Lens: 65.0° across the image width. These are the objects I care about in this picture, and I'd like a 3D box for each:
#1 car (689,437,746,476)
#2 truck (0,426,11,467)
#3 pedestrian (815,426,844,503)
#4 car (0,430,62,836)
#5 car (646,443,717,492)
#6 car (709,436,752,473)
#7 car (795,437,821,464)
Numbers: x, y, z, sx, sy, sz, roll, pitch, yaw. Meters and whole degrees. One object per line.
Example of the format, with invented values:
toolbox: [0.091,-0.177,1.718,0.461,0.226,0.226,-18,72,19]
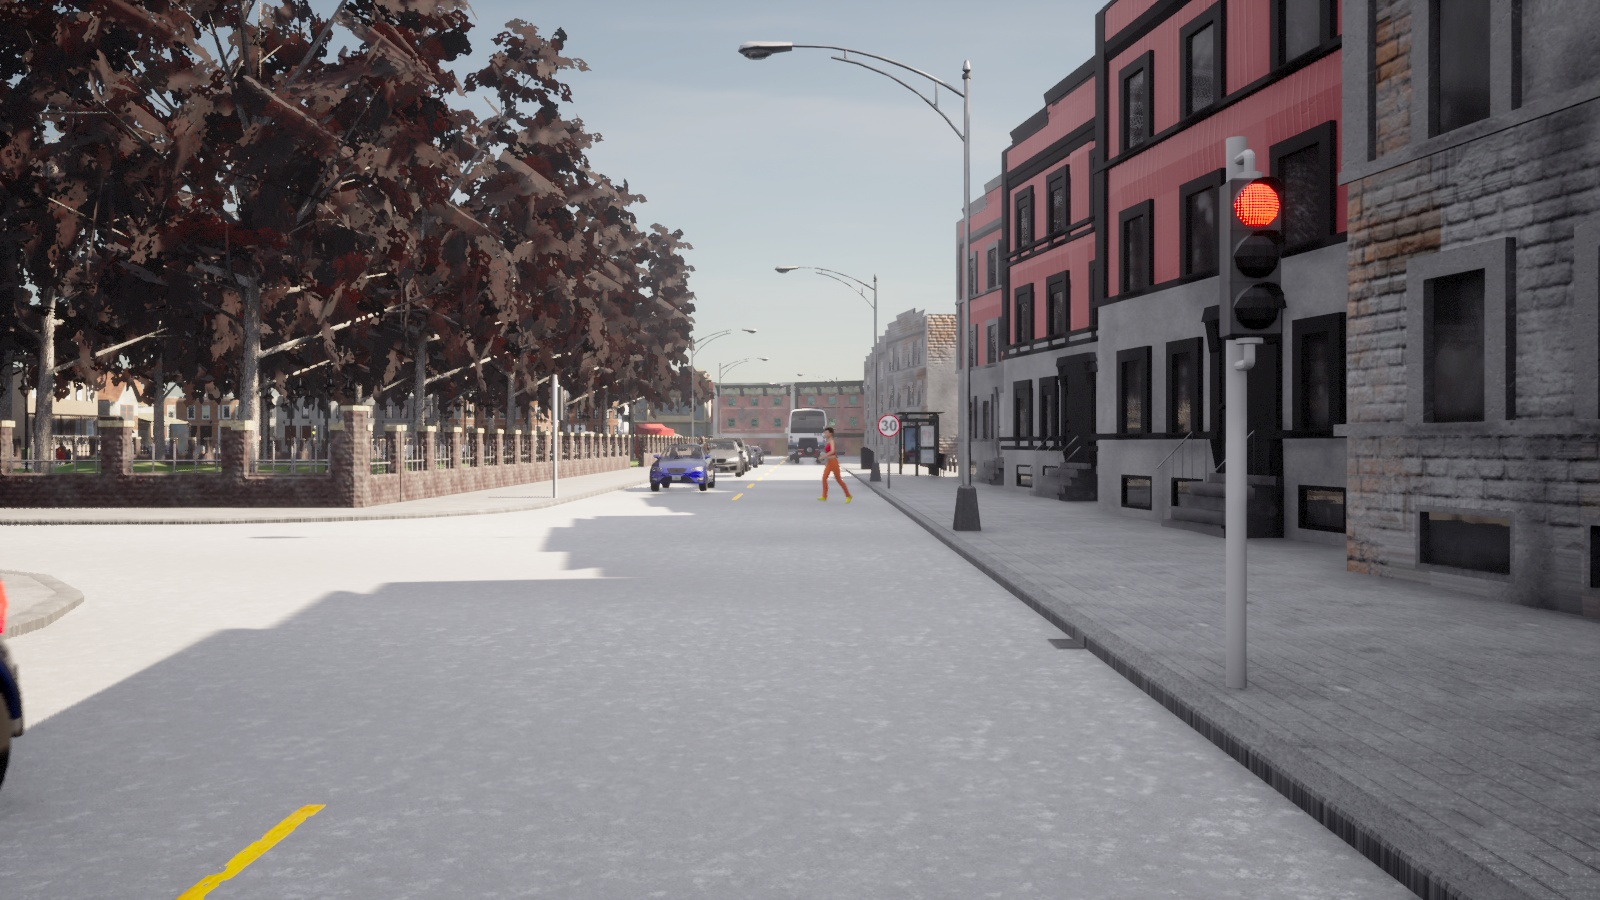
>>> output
car: [-3.627,0.270,56.252,2.242,1.667,4.611,0,0,0]
truck: [-50.156,-0.204,75.019,2.627,2.467,5.204,0,0,1]
pedestrian: [0.711,0.336,30.286,0.594,1.836,0.345,0,0,-23]
car: [-3.953,0.703,3.332,1.789,1.549,3.705,0,0,0]
car: [-3.717,0.530,40.145,1.816,1.474,4.193,0,0,1]
car: [-3.565,0.191,65.413,1.932,1.855,4.605,0,0,1]
car: [0.589,0.022,92.202,1.905,1.878,3.866,0,0,0]
